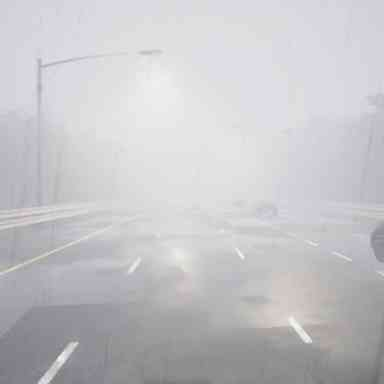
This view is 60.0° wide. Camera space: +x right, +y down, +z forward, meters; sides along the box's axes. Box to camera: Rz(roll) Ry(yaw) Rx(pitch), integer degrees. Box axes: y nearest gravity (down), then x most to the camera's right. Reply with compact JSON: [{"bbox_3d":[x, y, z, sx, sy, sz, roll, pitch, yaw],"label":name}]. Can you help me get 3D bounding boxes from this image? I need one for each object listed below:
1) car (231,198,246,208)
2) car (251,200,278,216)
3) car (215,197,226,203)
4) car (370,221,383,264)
[{"bbox_3d":[7.123,1.635,51.636,1.882,1.535,5.008,0,-1,0],"label":"car"},{"bbox_3d":[7.045,1.540,32.645,1.837,1.490,4.892,0,0,0],"label":"car"},{"bbox_3d":[7.320,2.032,81.029,1.812,1.442,4.674,0,-1,0],"label":"car"},{"bbox_3d":[7.006,1.225,8.698,2.150,2.045,5.566,0,0,0],"label":"car"}]
